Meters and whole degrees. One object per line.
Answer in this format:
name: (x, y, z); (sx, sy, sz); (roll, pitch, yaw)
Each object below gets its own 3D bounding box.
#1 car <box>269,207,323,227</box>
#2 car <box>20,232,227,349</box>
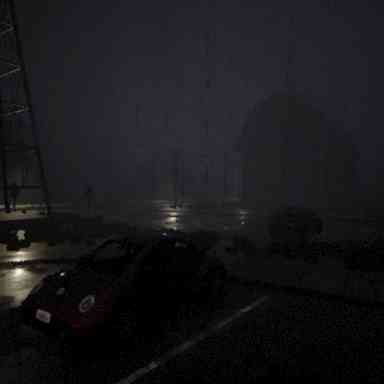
car: (5.503, 1.502, 17.460); (1.816, 1.474, 4.193); (0, 0, 36)
car: (-0.979, 1.518, 6.283); (1.784, 1.438, 3.905); (0, 0, 36)
